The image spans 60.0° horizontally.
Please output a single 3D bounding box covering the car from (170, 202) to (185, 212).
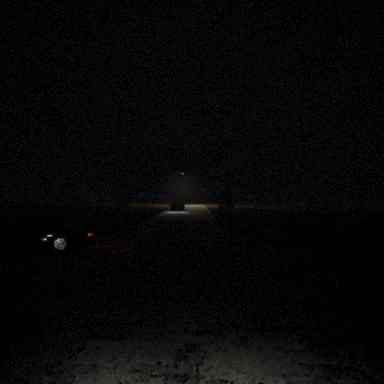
[{"bbox_3d":[-2.068,2.105,47.884,1.994,1.385,4.181,0,-1,1],"label":"car"}]

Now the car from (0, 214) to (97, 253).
[{"bbox_3d":[-6.415,1.532,12.562,5.357,1.411,2.033,3,-2,-24],"label":"car"}]
